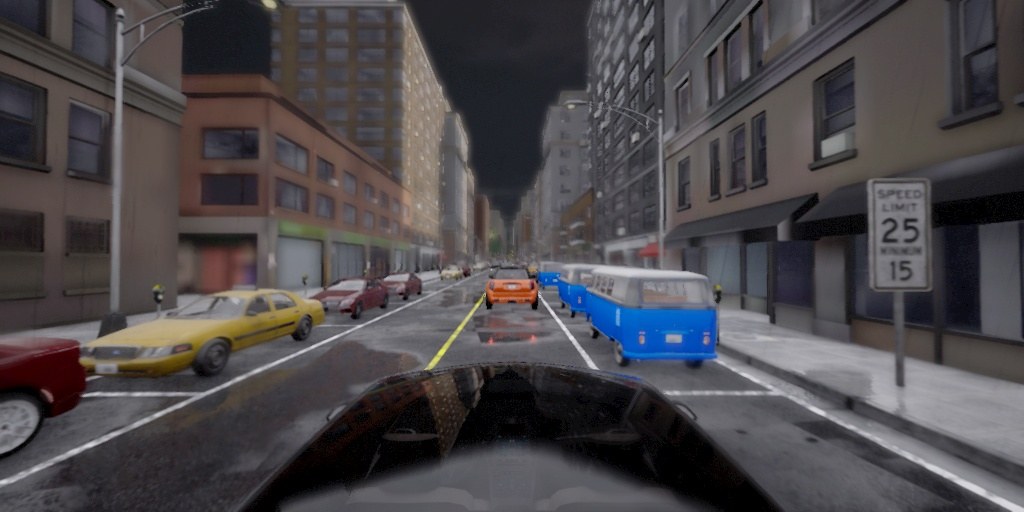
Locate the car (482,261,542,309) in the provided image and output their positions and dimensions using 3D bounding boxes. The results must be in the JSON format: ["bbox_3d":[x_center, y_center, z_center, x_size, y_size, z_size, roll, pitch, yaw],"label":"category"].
[{"bbox_3d":[0.005,1.238,15.932,2.097,1.767,4.553,0,-1,0],"label":"car"}]

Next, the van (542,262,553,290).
[{"bbox_3d":[2.677,1.310,24.253,1.690,1.789,3.998,0,0,0],"label":"van"}]

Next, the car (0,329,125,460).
[{"bbox_3d":[-5.856,1.300,2.262,1.888,1.381,4.507,0,0,0],"label":"car"}]

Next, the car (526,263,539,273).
[{"bbox_3d":[3.150,1.797,55.810,1.837,1.490,4.892,0,-1,0],"label":"car"}]

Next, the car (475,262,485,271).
[{"bbox_3d":[-5.852,1.893,62.511,1.751,1.417,4.829,0,0,0],"label":"car"}]

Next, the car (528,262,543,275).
[{"bbox_3d":[3.154,1.677,49.001,1.801,1.575,5.366,0,-1,0],"label":"car"}]

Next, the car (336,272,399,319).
[{"bbox_3d":[-5.855,1.443,13.248,1.802,1.307,4.207,0,0,0],"label":"car"}]

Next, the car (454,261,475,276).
[{"bbox_3d":[-5.853,1.449,40.711,2.192,1.841,5.009,0,0,0],"label":"car"}]

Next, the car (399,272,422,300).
[{"bbox_3d":[-5.855,1.497,18.740,1.802,1.307,4.207,0,0,0],"label":"car"}]

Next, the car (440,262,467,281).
[{"bbox_3d":[-5.853,1.604,35.048,1.751,1.417,4.829,0,0,0],"label":"car"}]

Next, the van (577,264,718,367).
[{"bbox_3d":[2.678,1.149,7.779,1.690,1.789,3.998,0,0,0],"label":"van"}]

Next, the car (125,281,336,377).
[{"bbox_3d":[-5.855,1.334,7.584,1.751,1.417,4.829,0,0,0],"label":"car"}]

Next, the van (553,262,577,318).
[{"bbox_3d":[2.678,1.202,13.271,1.690,1.789,3.998,0,0,0],"label":"van"}]
